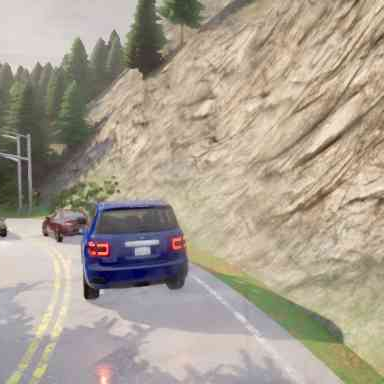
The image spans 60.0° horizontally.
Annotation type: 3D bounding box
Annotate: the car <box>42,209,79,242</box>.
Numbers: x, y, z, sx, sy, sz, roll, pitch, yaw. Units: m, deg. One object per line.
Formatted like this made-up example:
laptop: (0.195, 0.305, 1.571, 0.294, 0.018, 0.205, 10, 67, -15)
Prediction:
car: (-6.266, 1.592, 16.877, 1.812, 1.442, 4.674, -3, 1, -35)

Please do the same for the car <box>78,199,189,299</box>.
car: (-1.785, 1.221, 8.823, 2.150, 2.045, 5.566, -1, 0, -19)

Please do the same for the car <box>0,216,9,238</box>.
car: (-11.675, 1.823, 18.739, 2.033, 1.411, 5.357, -3, 1, -36)
